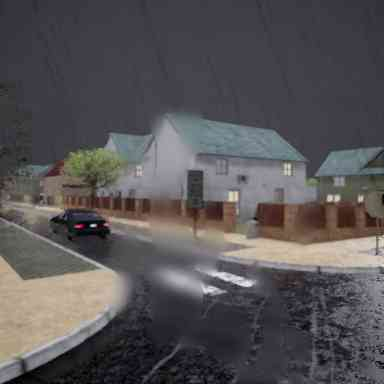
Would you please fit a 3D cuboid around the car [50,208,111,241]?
[{"bbox_3d":[-5.801,1.545,16.968,2.033,1.411,5.357,0,0,-34],"label":"car"}]

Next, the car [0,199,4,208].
[{"bbox_3d":[-27.756,1.499,46.694,1.812,1.442,4.674,0,0,-37],"label":"car"}]
